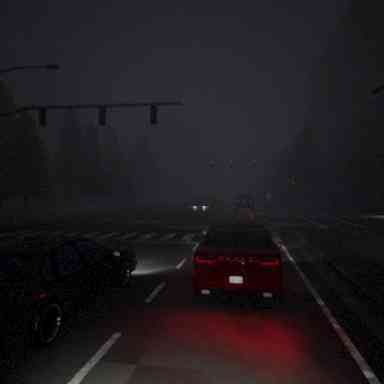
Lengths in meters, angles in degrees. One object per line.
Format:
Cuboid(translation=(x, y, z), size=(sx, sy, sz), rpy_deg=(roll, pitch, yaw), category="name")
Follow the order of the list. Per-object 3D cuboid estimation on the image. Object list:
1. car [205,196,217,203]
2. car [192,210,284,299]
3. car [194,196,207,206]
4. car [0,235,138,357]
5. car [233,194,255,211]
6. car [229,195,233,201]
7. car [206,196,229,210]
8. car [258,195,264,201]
Cuboid(translation=(4.077, 1.513, 70.094), size=(1.812, 1.442, 4.674), rpy_deg=(0, 0, 11), category="car")
Cuboid(translation=(1.220, 1.476, 8.611), size=(1.882, 1.535, 5.008), rpy_deg=(0, 0, 9), category="car")
Cuboid(translation=(1.486, 1.495, 55.116), size=(1.837, 1.490, 4.892), rpy_deg=(0, 0, 9), category="car")
Cuboid(translation=(-2.711, 1.546, 6.308), size=(2.033, 1.411, 5.357), rpy_deg=(0, 0, 10), category="car")
Cuboid(translation=(6.465, 1.239, 40.863), size=(2.150, 2.045, 5.566), rpy_deg=(0, 0, 9), category="car")
Cuboid(translation=(10.016, 1.511, 84.169), size=(1.812, 1.442, 4.674), rpy_deg=(0, 0, 32), category="car")
Cuboid(translation=(3.395, 1.480, 43.838), size=(1.882, 1.535, 5.008), rpy_deg=(0, 0, 9), category="car")
Cuboid(translation=(18.030, 1.465, 83.290), size=(1.882, 1.535, 5.008), rpy_deg=(0, 0, 39), category="car")
